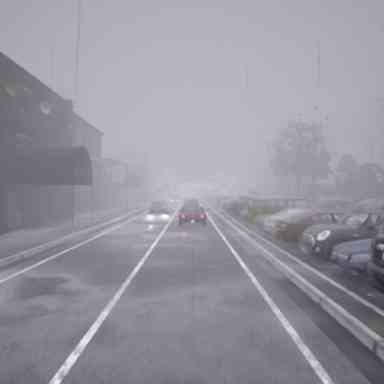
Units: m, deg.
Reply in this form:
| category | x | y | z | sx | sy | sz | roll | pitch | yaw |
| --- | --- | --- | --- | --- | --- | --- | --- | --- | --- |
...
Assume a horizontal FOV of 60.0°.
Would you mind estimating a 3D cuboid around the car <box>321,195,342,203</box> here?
| category | x | y | z | sx | sy | sz | roll | pitch | yaw |
| --- | --- | --- | --- | --- | --- | --- | --- | --- | --- |
| car | 18.509 | 1.357 | 39.975 | 5.008 | 1.535 | 2.097 | 0 | 1 | 0 |

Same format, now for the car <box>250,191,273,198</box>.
| category | x | y | z | sx | sy | sz | roll | pitch | yaw |
| --- | --- | --- | --- | --- | --- | --- | --- | --- | --- |
| car | 18.537 | 0.650 | 88.344 | 5.566 | 2.045 | 2.435 | 0 | 1 | 0 |

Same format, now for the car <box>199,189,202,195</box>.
| category | x | y | z | sx | sy | sz | roll | pitch | yaw |
| --- | --- | --- | --- | --- | --- | --- | --- | --- | --- |
| car | 5.382 | 0.614 | 90.904 | 5.566 | 2.045 | 2.435 | 0 | 1 | 0 |

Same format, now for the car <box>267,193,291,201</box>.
| category | x | y | z | sx | sy | sz | roll | pitch | yaw |
| --- | --- | --- | --- | --- | --- | --- | --- | --- | --- |
| car | 18.595 | 1.008 | 71.512 | 4.553 | 1.767 | 2.185 | 0 | 1 | 0 |

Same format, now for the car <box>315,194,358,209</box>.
| category | x | y | z | sx | sy | sz | roll | pitch | yaw |
| --- | --- | --- | --- | --- | --- | --- | --- | --- | --- |
| car | 18.472 | 1.199 | 42.672 | 4.553 | 1.767 | 2.185 | 0 | 1 | 0 |

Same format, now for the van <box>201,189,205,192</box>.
| category | x | y | z | sx | sy | sz | roll | pitch | yaw |
| --- | --- | --- | --- | --- | --- | --- | --- | --- | --- |
| van | 5.313 | 0.676 | 88.245 | 4.442 | 1.987 | 1.878 | 0 | 1 | 0 |

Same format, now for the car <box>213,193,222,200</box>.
| category | x | y | z | sx | sy | sz | roll | pitch | yaw |
| --- | --- | --- | --- | --- | --- | --- | --- | --- | --- |
| car | 5.929 | 1.288 | 48.237 | 4.792 | 1.488 | 2.163 | 0 | 1 | 0 |

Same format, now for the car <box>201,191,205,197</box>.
| category | x | y | z | sx | sy | sz | roll | pitch | yaw |
| --- | --- | --- | --- | --- | --- | --- | --- | --- | --- |
| car | 5.342 | 1.092 | 74.209 | 5.366 | 1.575 | 1.946 | 0 | 1 | 0 |

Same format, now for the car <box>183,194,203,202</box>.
| category | x | y | z | sx | sy | sz | roll | pitch | yaw |
| --- | --- | --- | --- | --- | --- | --- | --- | --- | --- |
| car | -0.090 | 1.410 | 41.375 | 2.128 | 1.511 | 4.902 | 0 | 0 | 0 |

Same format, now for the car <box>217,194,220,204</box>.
| category | x | y | z | sx | sy | sz | roll | pitch | yaw |
| --- | --- | --- | --- | --- | --- | --- | --- | --- | --- |
| car | 5.927 | 1.365 | 42.585 | 4.674 | 1.452 | 2.002 | 0 | 1 | 0 |

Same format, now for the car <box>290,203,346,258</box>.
| category | x | y | z | sx | sy | sz | roll | pitch | yaw |
| --- | --- | --- | --- | --- | --- | --- | --- | --- | --- |
| car | 6.090 | 1.397 | 11.483 | 4.553 | 1.767 | 2.185 | 0 | 0 | 0 |

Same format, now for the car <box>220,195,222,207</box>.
| category | x | y | z | sx | sy | sz | roll | pitch | yaw |
| --- | --- | --- | --- | --- | --- | --- | --- | --- | --- |
| car | 5.943 | 1.392 | 36.933 | 5.008 | 1.535 | 2.097 | 0 | 1 | 0 |

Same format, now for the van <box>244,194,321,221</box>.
| category | x | y | z | sx | sy | sz | roll | pitch | yaw |
| --- | --- | --- | --- | --- | --- | --- | --- | --- | --- |
| van | 6.126 | 1.330 | 22.924 | 4.442 | 1.987 | 1.878 | 0 | 0 | 0 |

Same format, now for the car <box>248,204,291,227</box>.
| category | x | y | z | sx | sy | sz | roll | pitch | yaw |
| --- | --- | --- | --- | --- | --- | --- | --- | --- | --- |
| car | 6.025 | 1.606 | 19.967 | 4.674 | 1.452 | 2.002 | 0 | 0 | 0 |

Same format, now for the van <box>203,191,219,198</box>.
| category | x | y | z | sx | sy | sz | roll | pitch | yaw |
| --- | --- | --- | --- | --- | --- | --- | --- | --- | --- |
| van | 5.274 | 0.601 | 93.686 | 4.442 | 1.987 | 1.878 | 0 | 1 | 0 |

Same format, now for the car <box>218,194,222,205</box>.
| category | x | y | z | sx | sy | sz | roll | pitch | yaw |
| --- | --- | --- | --- | --- | --- | --- | --- | --- | --- |
| car | 6.122 | 1.356 | 39.760 | 5.366 | 1.575 | 1.946 | 0 | 1 | 0 |

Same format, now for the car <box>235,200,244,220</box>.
| category | x | y | z | sx | sy | sz | roll | pitch | yaw |
| --- | --- | --- | --- | --- | --- | --- | --- | --- | --- |
| car | 6.000 | 1.567 | 25.632 | 4.674 | 1.452 | 2.002 | 0 | 1 | 0 |

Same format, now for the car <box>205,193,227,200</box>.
| category | x | y | z | sx | sy | sz | roll | pitch | yaw |
| --- | --- | --- | --- | --- | --- | --- | --- | --- | --- |
| car | 5.537 | 1.087 | 76.994 | 4.792 | 1.488 | 2.163 | 0 | 1 | 0 |

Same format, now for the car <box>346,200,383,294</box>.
| category | x | y | z | sx | sy | sz | roll | pitch | yaw |
| --- | --- | --- | --- | --- | --- | --- | --- | --- | --- |
| car | 6.112 | 1.239 | 5.832 | 5.566 | 2.045 | 2.435 | 0 | 0 | 0 |

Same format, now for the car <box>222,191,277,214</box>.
| category | x | y | z | sx | sy | sz | roll | pitch | yaw |
| --- | --- | --- | --- | --- | --- | --- | --- | --- | --- |
| car | 5.945 | 1.209 | 31.279 | 5.566 | 2.045 | 2.435 | 0 | 1 | 0 |

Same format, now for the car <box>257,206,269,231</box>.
| category | x | y | z | sx | sy | sz | roll | pitch | yaw |
| --- | --- | --- | --- | --- | --- | --- | --- | --- | --- |
| car | 6.032 | 1.595 | 17.133 | 4.674 | 1.452 | 2.002 | 0 | 0 | 0 |

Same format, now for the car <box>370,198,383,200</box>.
| category | x | y | z | sx | sy | sz | roll | pitch | yaw |
| --- | --- | --- | --- | --- | --- | --- | --- | --- | --- |
| car | 18.531 | 1.521 | 28.681 | 4.792 | 1.488 | 2.163 | 0 | 1 | 0 |

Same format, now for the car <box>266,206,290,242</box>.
| category | x | y | z | sx | sy | sz | roll | pitch | yaw |
| --- | --- | --- | --- | --- | --- | --- | --- | --- | --- |
| car | 6.041 | 1.538 | 14.307 | 5.008 | 1.535 | 2.097 | 0 | 0 | 0 |

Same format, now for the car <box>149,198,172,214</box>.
| category | x | y | z | sx | sy | sz | roll | pitch | yaw |
| --- | --- | --- | --- | --- | --- | --- | --- | --- | --- |
| car | -3.488 | 1.569 | 35.498 | 1.895 | 1.301 | 4.718 | 0 | 0 | 0 |

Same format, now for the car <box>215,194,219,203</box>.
| category | x | y | z | sx | sy | sz | roll | pitch | yaw |
| --- | --- | --- | --- | --- | --- | --- | --- | --- | --- |
| car | 5.914 | 1.332 | 45.410 | 4.674 | 1.452 | 2.002 | 0 | 1 | 0 |

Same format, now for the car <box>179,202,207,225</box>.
| category | x | y | z | sx | sy | sz | roll | pitch | yaw |
| --- | --- | --- | --- | --- | --- | --- | --- | --- | --- |
| car | 0.033 | 1.636 | 24.155 | 1.895 | 1.301 | 4.718 | 0 | 0 | 0 |

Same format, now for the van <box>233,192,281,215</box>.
| category | x | y | z | sx | sy | sz | roll | pitch | yaw |
| --- | --- | --- | --- | --- | --- | --- | --- | --- | --- |
| van | 6.102 | 1.268 | 28.455 | 4.442 | 1.987 | 1.878 | 0 | 1 | 0 |

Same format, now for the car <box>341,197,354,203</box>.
| category | x | y | z | sx | sy | sz | roll | pitch | yaw |
| --- | --- | --- | --- | --- | --- | --- | --- | --- | --- |
| car | 18.545 | 1.427 | 34.203 | 4.892 | 1.521 | 2.231 | 0 | 1 | 0 |

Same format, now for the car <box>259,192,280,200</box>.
| category | x | y | z | sx | sy | sz | roll | pitch | yaw |
| --- | --- | --- | --- | --- | --- | --- | --- | --- | --- |
| car | 18.598 | 0.891 | 79.992 | 4.553 | 1.767 | 2.185 | 0 | 1 | 0 |

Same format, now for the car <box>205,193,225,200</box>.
| category | x | y | z | sx | sy | sz | roll | pitch | yaw |
| --- | --- | --- | --- | --- | --- | --- | --- | --- | --- |
| car | 5.491 | 1.059 | 79.777 | 4.674 | 1.452 | 2.002 | 0 | 1 | 0 |

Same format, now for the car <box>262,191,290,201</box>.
| category | x | y | z | sx | sy | sz | roll | pitch | yaw |
| --- | --- | --- | --- | --- | --- | --- | --- | --- | --- |
| car | 18.636 | 0.844 | 74.296 | 5.566 | 2.045 | 2.435 | 0 | 1 | 0 |

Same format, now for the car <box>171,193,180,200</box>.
| category | x | y | z | sx | sy | sz | roll | pitch | yaw |
| --- | --- | --- | --- | --- | --- | --- | --- | --- | --- |
| car | -3.794 | 0.996 | 76.143 | 1.994 | 1.385 | 4.181 | 0 | 1 | -1 |

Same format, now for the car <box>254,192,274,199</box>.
| category | x | y | z | sx | sy | sz | roll | pitch | yaw |
| --- | --- | --- | --- | --- | --- | --- | --- | --- | --- |
| car | 18.498 | 0.816 | 85.436 | 4.553 | 1.767 | 2.185 | 0 | 1 | 0 |

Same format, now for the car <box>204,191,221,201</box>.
| category | x | y | z | sx | sy | sz | roll | pitch | yaw |
| --- | --- | --- | --- | --- | --- | --- | --- | --- | --- |
| car | 5.561 | 1.172 | 71.570 | 4.674 | 1.452 | 2.002 | 1 | 1 | 0 |

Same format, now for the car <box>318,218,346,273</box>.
| category | x | y | z | sx | sy | sz | roll | pitch | yaw |
| --- | --- | --- | --- | --- | --- | --- | --- | --- | --- |
| car | 6.074 | 1.546 | 8.656 | 4.674 | 1.452 | 2.002 | 0 | 0 | 0 |
